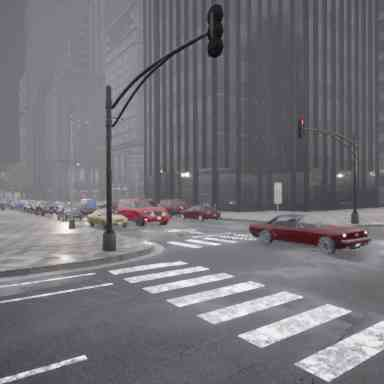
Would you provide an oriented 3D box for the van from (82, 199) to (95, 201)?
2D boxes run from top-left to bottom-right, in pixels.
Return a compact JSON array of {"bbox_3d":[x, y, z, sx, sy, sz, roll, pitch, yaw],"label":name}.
[{"bbox_3d":[-17.008,2.037,54.378,1.690,1.788,3.998,-1,0,-35],"label":"van"}]

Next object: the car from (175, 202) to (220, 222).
[{"bbox_3d":[0.624,1.828,29.460,1.887,1.381,4.507,-1,0,-35],"label":"car"}]

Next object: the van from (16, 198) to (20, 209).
[{"bbox_3d":[-26.126,2.122,52.434,1.690,1.788,3.998,-1,0,-35],"label":"van"}]

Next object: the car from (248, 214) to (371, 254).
[{"bbox_3d":[4.632,1.609,13.682,1.895,1.301,4.718,0,0,-35],"label":"car"}]

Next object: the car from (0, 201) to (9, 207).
[{"bbox_3d":[-44.320,2.770,78.096,1.802,1.307,4.206,-1,0,-35],"label":"car"}]

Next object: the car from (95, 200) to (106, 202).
[{"bbox_3d":[-11.133,1.875,46.072,2.192,1.841,5.009,-1,0,-35],"label":"car"}]

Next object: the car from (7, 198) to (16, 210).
[{"bbox_3d":[-31.880,2.353,60.550,1.967,1.590,4.097,-1,0,-35],"label":"car"}]

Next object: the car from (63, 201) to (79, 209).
[{"bbox_3d":[-22.623,2.406,62.238,1.802,1.307,4.206,-1,0,-35],"label":"car"}]

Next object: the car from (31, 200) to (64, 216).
[{"bbox_3d":[-17.649,1.900,40.478,2.192,1.841,5.009,-1,0,-35],"label":"car"}]

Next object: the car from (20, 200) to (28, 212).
[{"bbox_3d":[-23.298,2.156,48.448,1.967,1.590,4.097,-1,0,-35],"label":"car"}]

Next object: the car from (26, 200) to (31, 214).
[{"bbox_3d":[-20.470,2.195,44.463,1.887,1.381,4.507,-1,0,-35],"label":"car"}]

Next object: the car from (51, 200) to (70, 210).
[{"bbox_3d":[-22.986,2.270,57.990,1.882,1.535,5.008,0,-1,-35],"label":"car"}]

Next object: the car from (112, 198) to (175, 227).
[{"bbox_3d":[-3.915,1.524,25.738,2.150,2.045,5.566,0,-1,-35],"label":"car"}]

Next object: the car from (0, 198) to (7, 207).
[{"bbox_3d":[-41.210,2.666,73.710,1.887,1.381,4.507,-1,0,-35],"label":"car"}]

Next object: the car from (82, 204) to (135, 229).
[{"bbox_3d":[-6.240,1.843,24.397,1.752,1.417,4.829,-1,0,-35],"label":"car"}]

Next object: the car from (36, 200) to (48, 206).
[{"bbox_3d":[-37.670,2.709,83.456,2.008,1.369,4.403,-1,0,-35],"label":"car"}]

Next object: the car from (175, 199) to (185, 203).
[{"bbox_3d":[-2.319,1.668,33.613,2.192,1.841,5.009,-1,0,-35],"label":"car"}]

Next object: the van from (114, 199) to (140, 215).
[{"bbox_3d":[-8.195,1.832,41.919,1.690,1.788,3.998,-1,0,-35],"label":"van"}]

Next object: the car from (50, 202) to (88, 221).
[{"bbox_3d":[-11.991,2.004,32.506,2.008,1.369,4.403,-1,0,-35],"label":"car"}]

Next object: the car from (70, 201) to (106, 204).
[{"bbox_3d":[-11.772,2.035,36.825,2.033,1.411,5.357,0,-1,-35],"label":"car"}]

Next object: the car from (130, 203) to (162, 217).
[{"bbox_3d":[-5.251,2.004,37.766,1.802,1.307,4.206,-1,0,-35],"label":"car"}]

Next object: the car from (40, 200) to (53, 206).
[{"bbox_3d":[-34.660,2.660,79.213,1.947,1.339,4.313,-1,0,-35],"label":"car"}]

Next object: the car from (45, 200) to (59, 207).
[{"bbox_3d":[-31.650,2.594,74.968,1.947,1.339,4.313,-1,0,-35],"label":"car"}]
